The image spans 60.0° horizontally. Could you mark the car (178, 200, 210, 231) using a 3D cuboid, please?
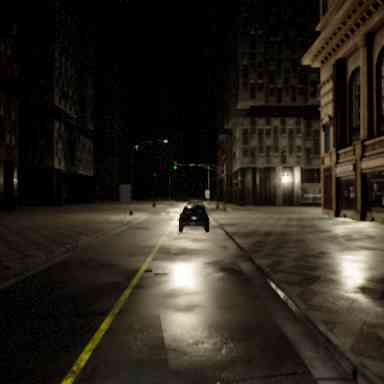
[{"bbox_3d":[0.123,1.622,21.957,2.033,1.649,4.856,0,0,0],"label":"car"}]

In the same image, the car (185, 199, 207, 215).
[{"bbox_3d":[0.522,1.677,38.464,2.097,1.767,4.553,0,0,7],"label":"car"}]
